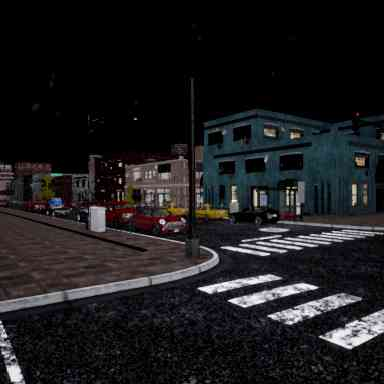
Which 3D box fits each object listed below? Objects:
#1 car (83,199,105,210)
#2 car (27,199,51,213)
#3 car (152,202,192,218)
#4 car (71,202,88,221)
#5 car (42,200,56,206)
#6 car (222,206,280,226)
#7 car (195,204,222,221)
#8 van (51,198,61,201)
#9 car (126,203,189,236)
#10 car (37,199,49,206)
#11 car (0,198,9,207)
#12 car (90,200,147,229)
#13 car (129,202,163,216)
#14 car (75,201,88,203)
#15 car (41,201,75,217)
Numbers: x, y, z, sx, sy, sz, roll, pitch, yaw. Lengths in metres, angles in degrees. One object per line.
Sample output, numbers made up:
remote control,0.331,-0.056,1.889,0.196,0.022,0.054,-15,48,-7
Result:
car,-15.539,2.002,52.503,1.967,1.590,4.097,-1,0,-37
car,-22.266,1.952,47.558,2.192,1.841,5.009,-1,0,-37
car,-2.176,1.820,34.468,1.752,1.417,4.829,-1,0,-37
car,-8.798,1.918,29.387,2.008,1.369,4.403,-1,0,-37
car,-32.362,2.444,75.218,1.887,1.381,4.507,-1,0,-37
car,4.658,1.725,25.246,1.947,1.339,4.313,-1,0,-37
car,1.190,1.753,29.926,1.752,1.417,4.829,-1,0,-37
van,-29.002,2.173,70.675,1.690,1.788,3.998,-1,0,-37
car,-2.069,1.673,20.301,1.967,1.590,4.097,-1,0,-37
car,-35.829,2.494,79.898,1.752,1.417,4.829,-1,0,-37
car,-42.492,2.357,74.790,2.192,1.841,5.009,-1,0,-37
car,-5.438,1.616,24.843,2.192,1.841,5.009,-1,0,-37
car,-5.439,1.911,38.875,2.008,1.369,4.403,-1,0,-37
car,-14.506,2.049,46.775,1.812,1.442,4.674,-1,0,-37
car,-15.530,2.053,38.472,2.008,1.369,4.403,-1,0,-37
